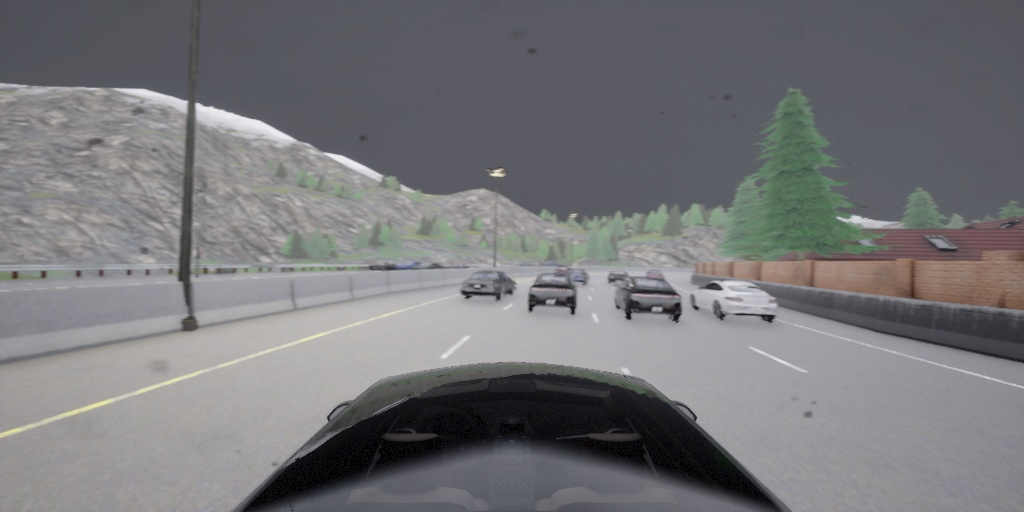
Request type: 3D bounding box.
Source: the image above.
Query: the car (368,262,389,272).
[{"bbox_3d":[-15.905,1.366,45.147,1.895,1.301,4.718,2,-1,19],"label":"car"}]

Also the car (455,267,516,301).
[{"bbox_3d":[-1.095,1.468,18.833,2.033,1.411,5.357,2,-1,11],"label":"car"}]

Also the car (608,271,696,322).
[{"bbox_3d":[5.160,1.556,14.060,2.128,1.511,4.902,2,-1,10],"label":"car"}]

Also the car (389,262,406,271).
[{"bbox_3d":[-12.470,1.342,44.318,1.882,1.535,5.008,1,-1,19],"label":"car"}]

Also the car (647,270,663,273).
[{"bbox_3d":[17.282,2.368,43.449,1.994,1.385,4.181,1,-1,23],"label":"car"}]

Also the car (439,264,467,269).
[{"bbox_3d":[-6.155,1.592,41.140,1.994,1.385,4.181,2,-1,19],"label":"car"}]

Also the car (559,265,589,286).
[{"bbox_3d":[5.861,1.853,32.314,2.033,1.411,5.357,2,-1,17],"label":"car"}]

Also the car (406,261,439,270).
[{"bbox_3d":[-9.698,1.398,41.578,1.882,1.535,5.008,2,-1,19],"label":"car"}]

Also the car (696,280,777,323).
[{"bbox_3d":[8.808,1.711,14.562,1.812,1.442,4.674,2,0,10],"label":"car"}]

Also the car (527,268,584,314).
[{"bbox_3d":[1.807,1.462,15.170,2.128,1.511,4.902,2,-1,10],"label":"car"}]

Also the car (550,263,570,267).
[{"bbox_3d":[6.485,2.001,44.808,1.812,1.442,4.674,1,-1,21],"label":"car"}]
